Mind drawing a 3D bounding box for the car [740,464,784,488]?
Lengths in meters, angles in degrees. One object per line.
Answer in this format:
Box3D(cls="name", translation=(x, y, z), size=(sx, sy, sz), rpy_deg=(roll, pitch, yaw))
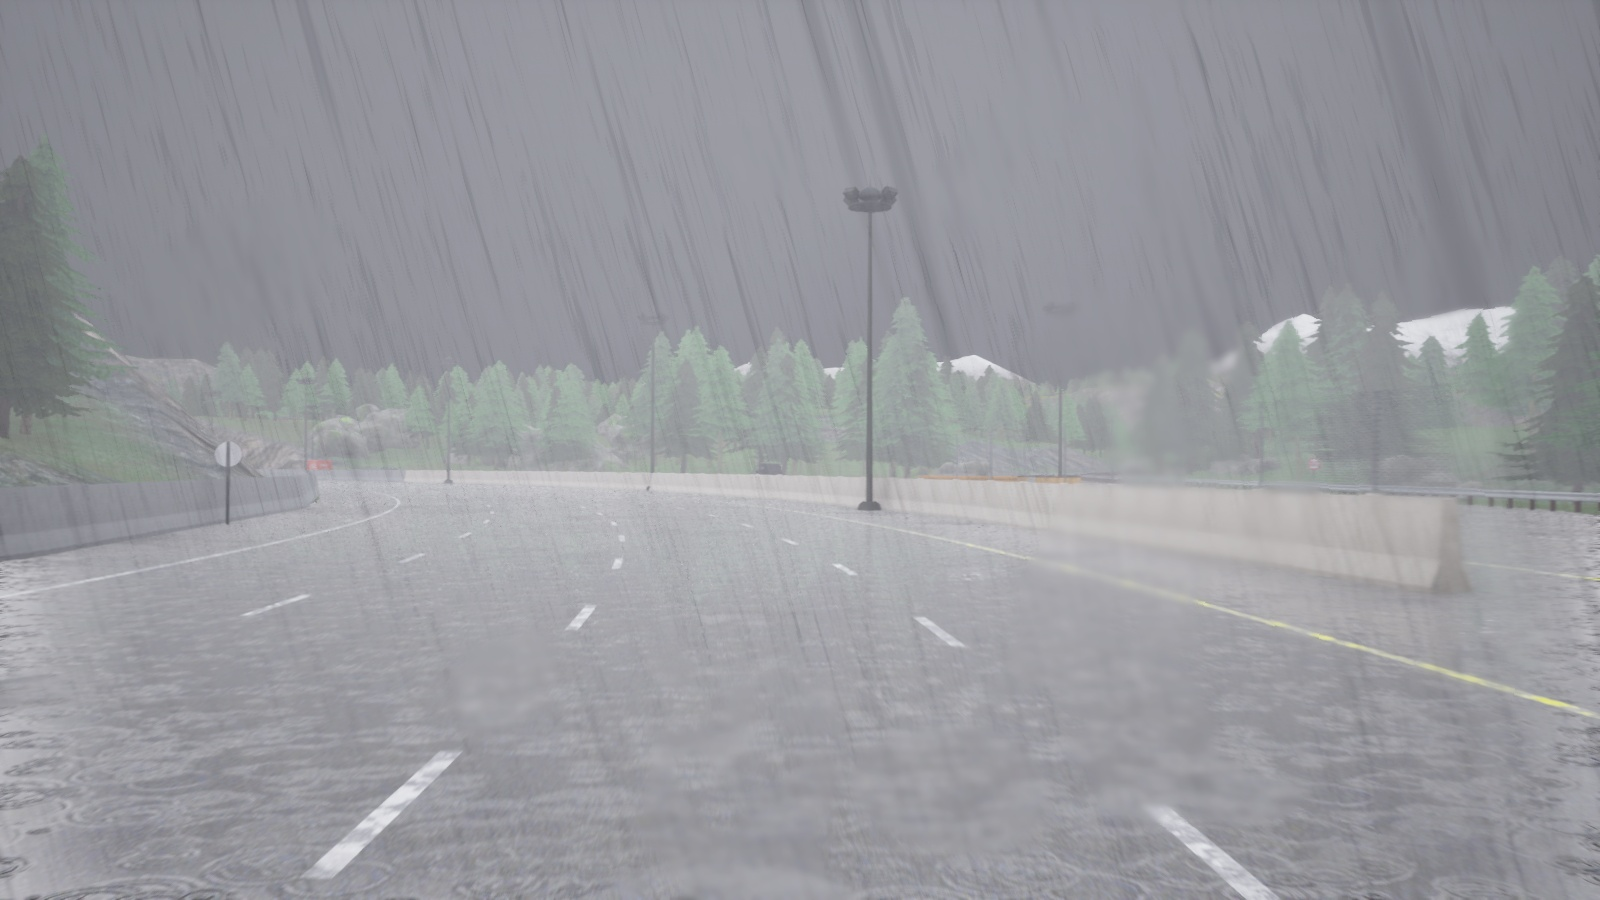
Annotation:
Box3D(cls="car", translation=(-2.926, 1.990, 96.697), size=(1.905, 1.878, 3.866), rpy_deg=(0, -1, -28))
